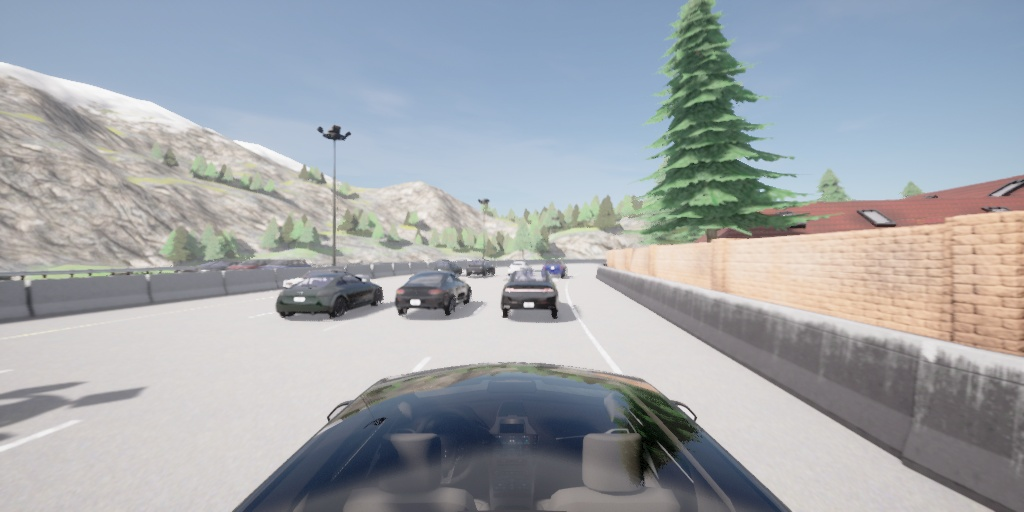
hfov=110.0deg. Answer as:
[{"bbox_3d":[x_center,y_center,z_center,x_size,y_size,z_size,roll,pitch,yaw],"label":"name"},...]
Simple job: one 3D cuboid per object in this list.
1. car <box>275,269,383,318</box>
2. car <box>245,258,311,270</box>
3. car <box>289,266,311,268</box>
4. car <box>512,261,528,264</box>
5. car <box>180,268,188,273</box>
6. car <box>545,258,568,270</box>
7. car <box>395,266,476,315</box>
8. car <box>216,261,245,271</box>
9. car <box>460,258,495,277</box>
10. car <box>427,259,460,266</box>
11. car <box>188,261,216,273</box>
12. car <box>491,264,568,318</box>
[{"bbox_3d":[-6.332,1.292,12.944,1.994,1.385,4.181,0,0,4],"label":"car"},{"bbox_3d":[-18.537,1.041,29.139,2.097,1.767,4.553,0,0,10],"label":"car"},{"bbox_3d":[-9.311,1.319,18.587,1.895,1.301,4.718,0,0,6],"label":"car"},{"bbox_3d":[0.834,1.260,35.621,1.812,1.442,4.674,0,0,13],"label":"car"},{"bbox_3d":[-28.300,1.209,34.354,2.033,1.411,5.357,0,0,11],"label":"car"},{"bbox_3d":[4.118,1.095,34.227,2.097,1.767,4.553,0,0,13],"label":"car"},{"bbox_3d":[-2.793,1.263,13.368,1.812,1.442,4.674,0,0,5],"label":"car"},{"bbox_3d":[-21.847,1.032,30.528,2.097,1.767,4.553,0,0,10],"label":"car"},{"bbox_3d":[-2.952,1.217,34.763,2.128,1.511,4.902,0,0,13],"label":"car"},{"bbox_3d":[-6.375,1.280,35.460,1.994,1.385,4.181,0,0,13],"label":"car"},{"bbox_3d":[-25.152,1.163,31.932,2.128,1.511,4.902,0,0,11],"label":"car"},{"bbox_3d":[0.700,1.237,13.078,2.128,1.511,4.902,0,0,5],"label":"car"}]
